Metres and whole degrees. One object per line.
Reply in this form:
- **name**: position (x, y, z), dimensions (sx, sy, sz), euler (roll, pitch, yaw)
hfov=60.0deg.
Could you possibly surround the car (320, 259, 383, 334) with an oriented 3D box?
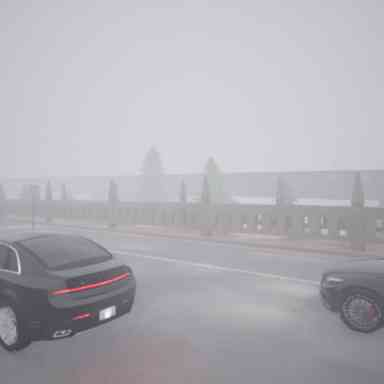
- **car**: position (4.425, 1.512, 5.022), dimensions (4.674, 1.442, 1.812), euler (0, 0, 36)

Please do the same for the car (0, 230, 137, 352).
- **car**: position (-3.183, 1.482, 6.183), dimensions (4.892, 1.490, 1.837), euler (0, 0, 35)
